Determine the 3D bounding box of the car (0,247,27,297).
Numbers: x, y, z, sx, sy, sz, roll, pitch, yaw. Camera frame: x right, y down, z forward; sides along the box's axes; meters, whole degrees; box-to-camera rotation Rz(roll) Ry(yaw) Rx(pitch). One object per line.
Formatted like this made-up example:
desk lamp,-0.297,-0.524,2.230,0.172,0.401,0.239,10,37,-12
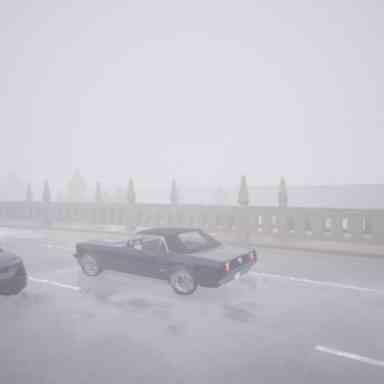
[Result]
car,-5.557,1.541,7.223,4.181,1.385,1.994,0,0,30

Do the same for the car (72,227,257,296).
car,-0.874,1.565,8.544,4.718,1.301,1.895,0,0,32
